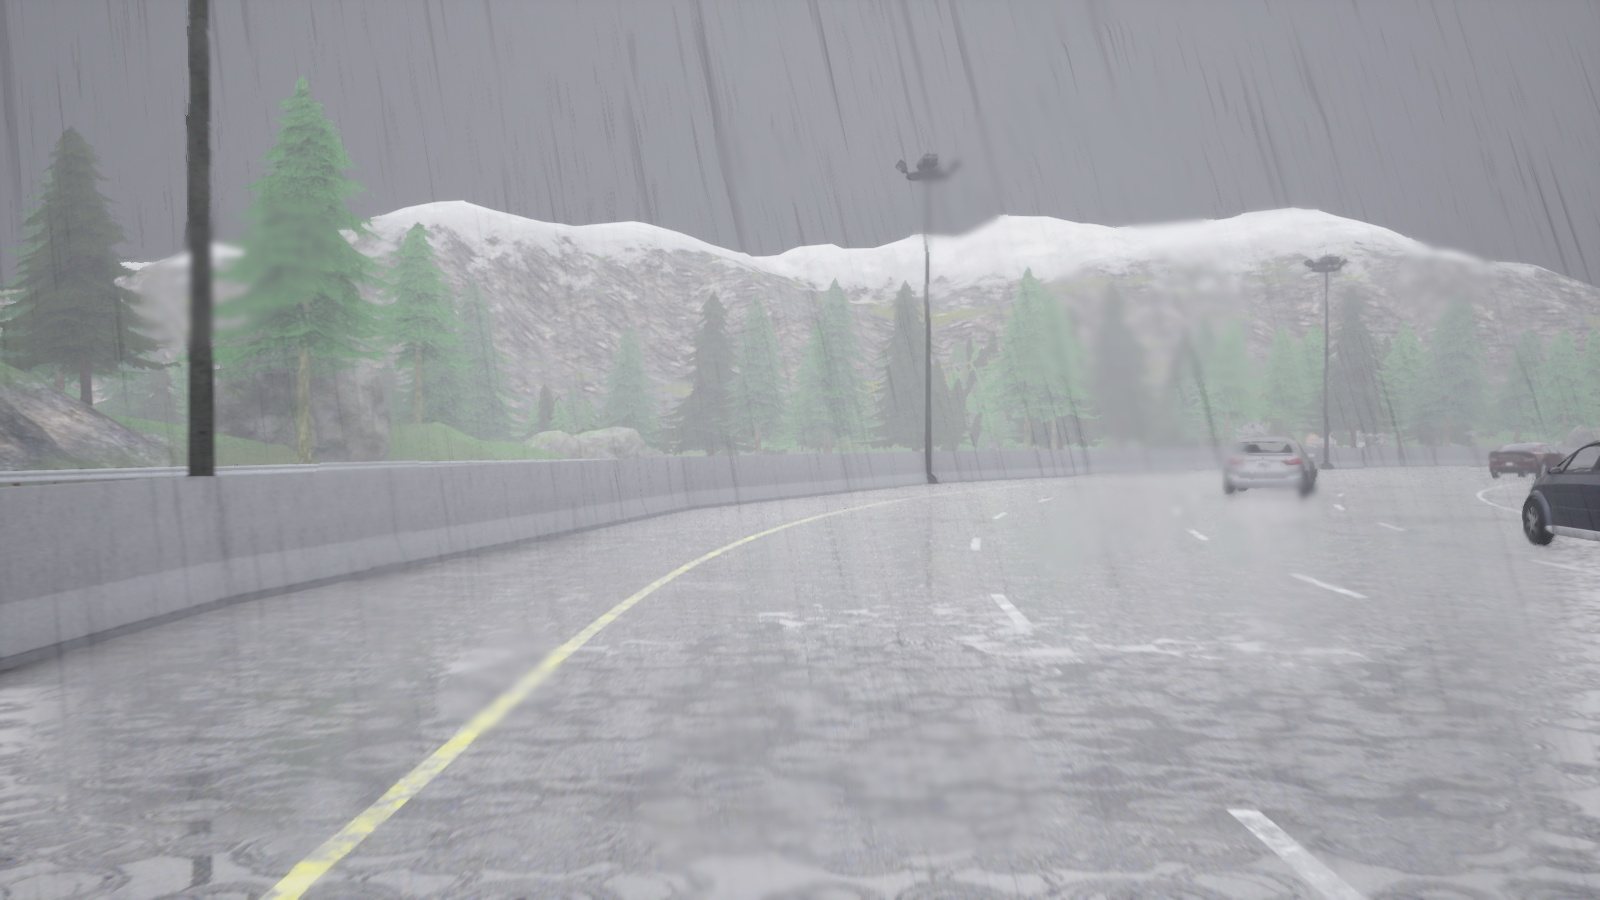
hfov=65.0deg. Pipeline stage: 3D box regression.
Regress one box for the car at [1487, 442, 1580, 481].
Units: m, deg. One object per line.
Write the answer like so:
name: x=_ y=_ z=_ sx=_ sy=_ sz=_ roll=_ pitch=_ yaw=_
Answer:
car: x=30.529 y=0.459 z=52.211 sx=5.008 sy=1.535 sz=1.882 roll=0 pitch=0 yaw=-42

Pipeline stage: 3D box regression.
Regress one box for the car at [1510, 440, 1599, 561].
car: x=11.224 y=0.641 z=16.760 sx=1.789 sy=1.549 sz=3.705 roll=0 pitch=0 yaw=8

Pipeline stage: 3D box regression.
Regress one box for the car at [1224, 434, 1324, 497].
car: x=13.681 y=0.402 z=36.096 sx=2.242 sy=1.667 sz=4.611 roll=0 pitch=0 yaw=26
